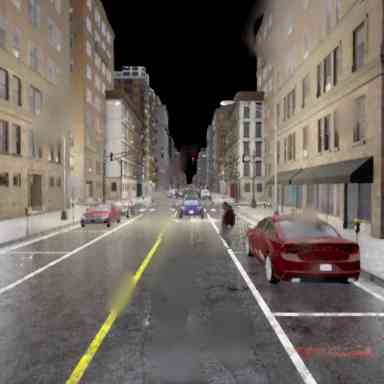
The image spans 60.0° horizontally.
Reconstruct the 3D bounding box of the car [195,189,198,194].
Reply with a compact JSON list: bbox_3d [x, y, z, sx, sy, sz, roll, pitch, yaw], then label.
[{"bbox_3d":[2.499,0.316,79.864,2.192,1.841,5.009,0,1,0],"label":"car"}]

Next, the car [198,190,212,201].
[{"bbox_3d":[2.533,0.823,58.244,2.008,1.369,4.403,0,1,0],"label":"car"}]

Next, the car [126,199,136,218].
[{"bbox_3d":[-5.435,1.228,25.949,2.008,1.369,4.403,0,1,0],"label":"car"}]

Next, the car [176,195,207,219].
[{"bbox_3d":[-0.029,1.210,25.411,1.812,1.442,4.674,0,1,0],"label":"car"}]

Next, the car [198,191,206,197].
[{"bbox_3d":[2.490,0.499,85.273,1.947,1.339,4.313,0,1,0],"label":"car"}]

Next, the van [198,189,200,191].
[{"bbox_3d":[2.524,0.545,63.647,1.690,1.788,3.998,0,1,0],"label":"van"}]

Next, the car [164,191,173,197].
[{"bbox_3d":[-5.561,0.528,79.681,1.752,1.417,4.829,0,1,0],"label":"car"}]

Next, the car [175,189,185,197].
[{"bbox_3d":[-2.894,0.561,78.070,2.033,1.411,5.357,0,1,0],"label":"car"}]

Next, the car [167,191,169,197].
[{"bbox_3d":[-5.501,0.799,58.058,1.752,1.417,4.829,0,1,0],"label":"car"}]

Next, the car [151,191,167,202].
[{"bbox_3d":[-5.486,0.890,52.822,2.008,1.369,4.403,0,1,0],"label":"car"}]

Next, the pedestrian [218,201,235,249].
[{"bbox_3d":[1.279,1.144,12.018,0.375,1.860,0.375,0,1,-10],"label":"pedestrian"}]

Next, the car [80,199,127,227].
[{"bbox_3d":[-5.425,1.329,20.268,1.802,1.307,4.206,0,1,0],"label":"car"}]

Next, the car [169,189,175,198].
[{"bbox_3d":[-5.546,0.508,74.444,1.967,1.590,4.097,0,1,0],"label":"car"}]

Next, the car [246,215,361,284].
[{"bbox_3d":[2.733,1.362,9.274,1.882,1.535,5.008,0,1,0],"label":"car"}]

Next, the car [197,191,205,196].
[{"bbox_3d":[2.482,0.416,90.679,2.008,1.369,4.403,0,1,0],"label":"car"}]
